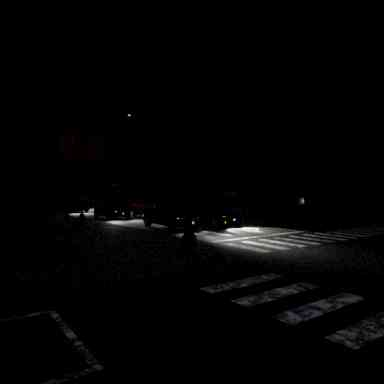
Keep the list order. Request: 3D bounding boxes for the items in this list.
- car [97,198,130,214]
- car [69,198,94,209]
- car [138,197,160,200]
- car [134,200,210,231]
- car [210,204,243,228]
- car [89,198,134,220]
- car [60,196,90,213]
[{"bbox_3d":[-8.658,1.474,36.434,1.812,1.442,4.674,0,0,-36],"label":"car"},{"bbox_3d":[-15.212,1.533,45.616,1.895,1.301,4.718,0,0,-35],"label":"car"},{"bbox_3d":[-3.518,1.314,29.270,2.097,1.767,4.553,0,0,-36],"label":"car"},{"bbox_3d":[-1.382,1.470,20.729,2.128,1.511,4.902,0,0,-36],"label":"car"},{"bbox_3d":[1.471,1.539,22.327,1.994,1.385,4.181,0,0,-36],"label":"car"},{"bbox_3d":[-6.876,1.469,28.373,1.837,1.490,4.892,0,0,-36],"label":"car"},{"bbox_3d":[-13.099,1.495,37.027,2.033,1.411,5.357,0,0,-36],"label":"car"}]
